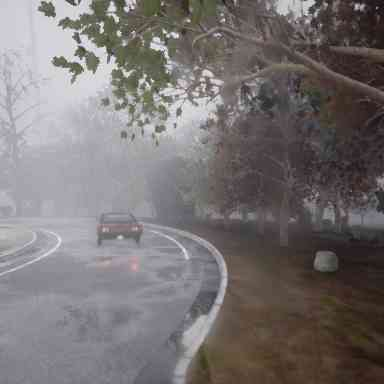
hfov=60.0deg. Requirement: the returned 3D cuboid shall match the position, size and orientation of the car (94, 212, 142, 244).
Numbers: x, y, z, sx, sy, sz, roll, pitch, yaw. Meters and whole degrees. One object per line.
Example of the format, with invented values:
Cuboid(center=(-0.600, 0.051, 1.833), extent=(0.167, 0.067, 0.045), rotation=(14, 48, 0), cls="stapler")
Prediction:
Cuboid(center=(-3.704, 1.601, 16.046), extent=(1.895, 1.301, 4.718), rotation=(0, 0, -18), cls="car")
